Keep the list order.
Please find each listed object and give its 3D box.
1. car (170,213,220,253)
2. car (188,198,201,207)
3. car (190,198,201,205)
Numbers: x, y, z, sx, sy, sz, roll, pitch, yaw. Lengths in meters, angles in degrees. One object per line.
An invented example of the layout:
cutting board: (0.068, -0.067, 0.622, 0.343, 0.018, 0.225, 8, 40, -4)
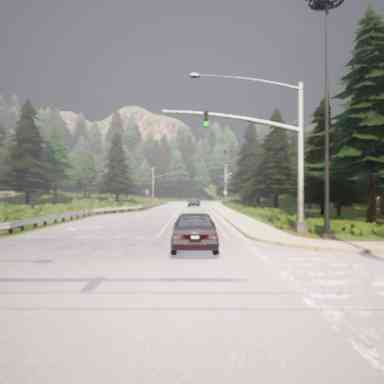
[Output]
car: (0.105, 1.583, 13.768, 2.033, 1.411, 5.357, 0, 0, 0)
car: (0.277, 1.653, 52.433, 2.033, 1.411, 5.357, 0, 0, 2)
car: (0.674, 1.727, 62.897, 1.895, 1.301, 4.718, 0, 0, 2)
